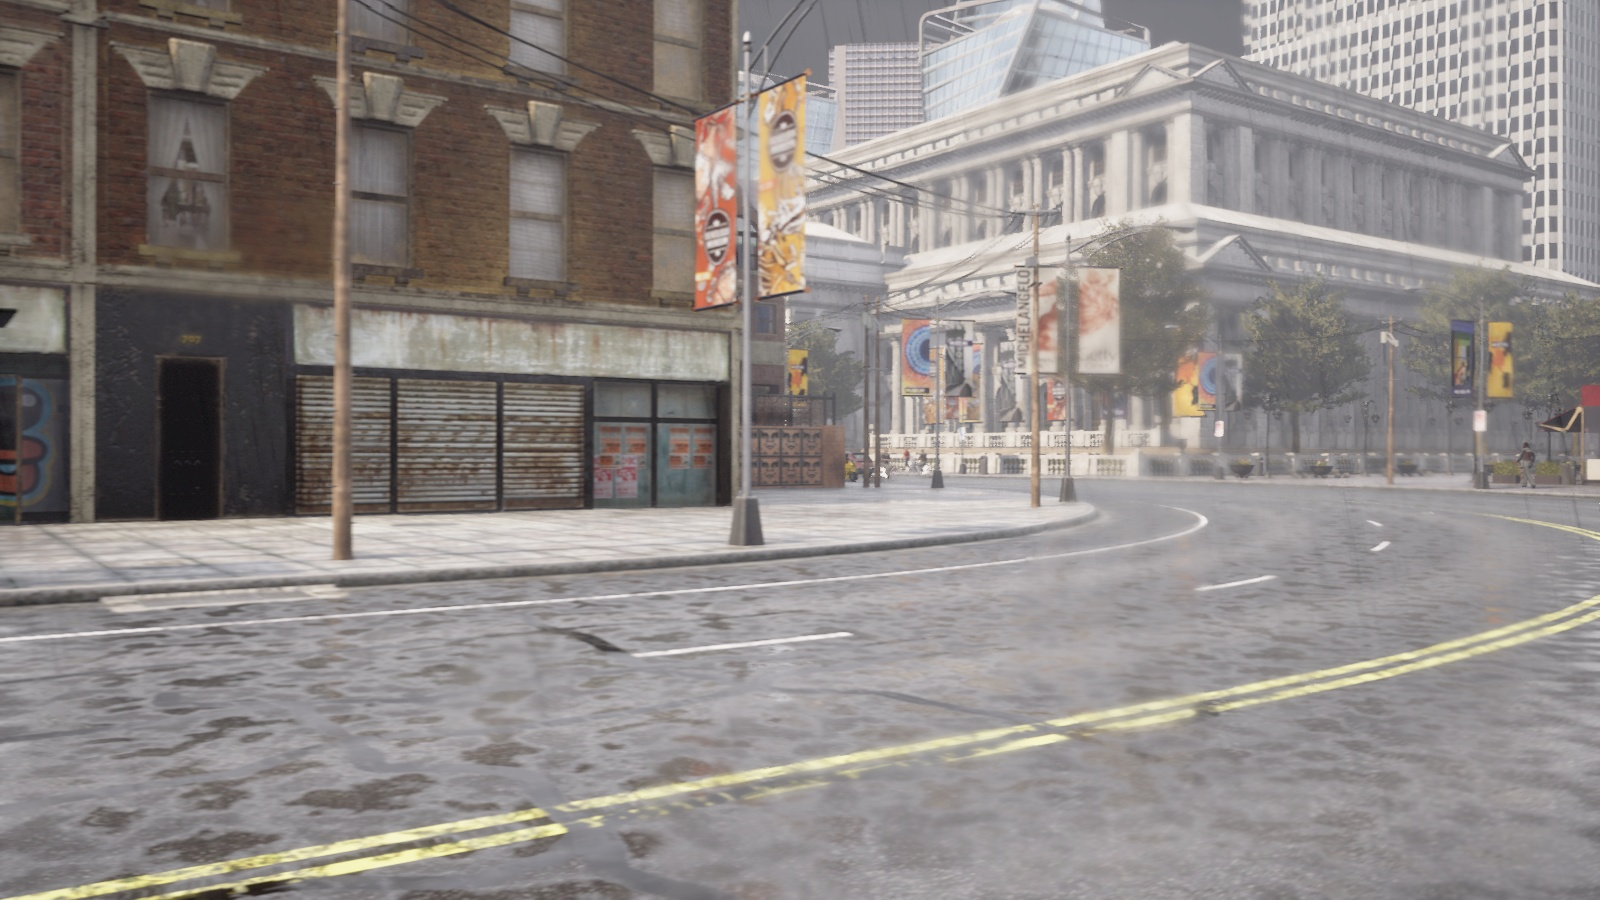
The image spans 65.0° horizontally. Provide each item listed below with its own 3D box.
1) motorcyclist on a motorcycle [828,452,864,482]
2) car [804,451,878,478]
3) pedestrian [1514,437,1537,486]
[{"bbox_3d":[2.367,0.885,65.381,0.797,1.523,2.044,0,0,-35],"label":"motorcyclist on a motorcycle"},{"bbox_3d":[2.501,0.863,77.416,2.033,1.649,4.856,0,0,-35],"label":"car"},{"bbox_3d":[28.677,0.465,49.636,0.402,1.930,0.666,0,0,-18],"label":"pedestrian"}]
